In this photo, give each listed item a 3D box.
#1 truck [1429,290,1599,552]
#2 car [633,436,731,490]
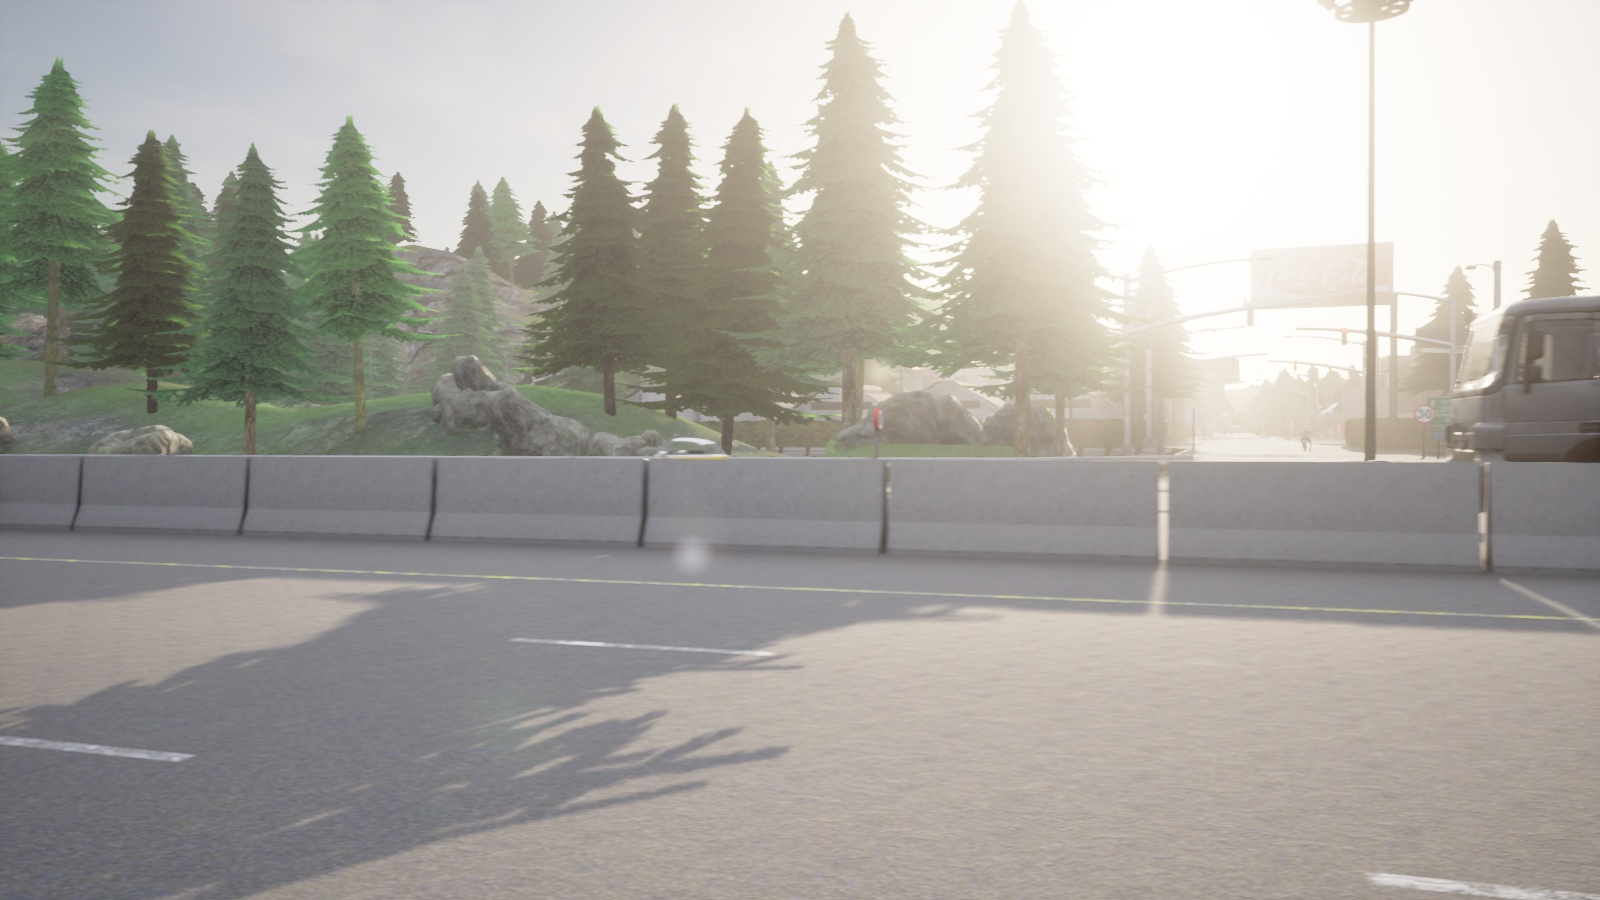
[{"bbox_3d":[13.253,-0.381,17.182,7.936,3.462,2.891,1,1,19],"label":"truck"},{"bbox_3d":[-3.167,0.327,33.811,2.207,1.376,1.481,1,1,18],"label":"car"}]
